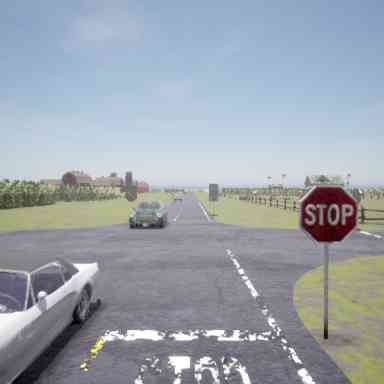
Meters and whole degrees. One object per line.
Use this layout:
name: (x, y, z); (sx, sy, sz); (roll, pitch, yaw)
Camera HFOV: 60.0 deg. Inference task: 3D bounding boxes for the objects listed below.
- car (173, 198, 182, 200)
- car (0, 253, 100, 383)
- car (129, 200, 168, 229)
car: (-2.685, 1.318, 64.740); (2.033, 1.411, 5.357); (0, 0, 0)
car: (-2.745, 1.600, 4.331); (1.895, 1.301, 4.718); (0, 0, 0)
car: (-2.728, 1.335, 21.710); (2.097, 1.767, 4.553); (0, 0, 0)
